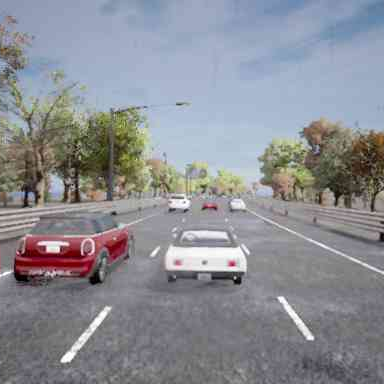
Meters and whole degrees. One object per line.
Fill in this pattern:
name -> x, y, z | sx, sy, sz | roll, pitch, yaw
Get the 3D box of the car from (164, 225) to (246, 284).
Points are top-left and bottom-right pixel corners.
car -> 0.371, 1.626, 9.711 | 1.895, 1.301, 4.718 | 1, 0, 2

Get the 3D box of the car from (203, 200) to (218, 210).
car -> 2.472, 1.700, 44.988 | 1.994, 1.385, 4.181 | 1, 0, 5

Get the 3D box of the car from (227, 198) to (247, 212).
car -> 5.769, 1.689, 42.325 | 1.812, 1.442, 4.674 | 1, 0, 4

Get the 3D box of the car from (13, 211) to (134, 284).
car -> -3.119, 1.338, 9.766 | 2.097, 1.767, 4.553 | 1, 0, 2

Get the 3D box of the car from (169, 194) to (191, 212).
car -> -1.444, 1.303, 39.868 | 2.150, 2.045, 5.566 | 1, 0, 4

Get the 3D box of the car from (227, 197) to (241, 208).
car -> 6.881, 1.704, 55.046 | 2.128, 1.511, 4.902 | 1, 0, 5
